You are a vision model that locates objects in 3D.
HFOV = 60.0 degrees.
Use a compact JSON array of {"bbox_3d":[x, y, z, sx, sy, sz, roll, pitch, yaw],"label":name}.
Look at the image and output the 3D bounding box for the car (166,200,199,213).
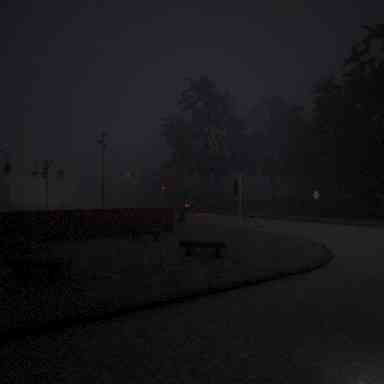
[{"bbox_3d":[-1.109,1.539,35.724,1.812,1.442,4.674,0,0,-35],"label":"car"}]
